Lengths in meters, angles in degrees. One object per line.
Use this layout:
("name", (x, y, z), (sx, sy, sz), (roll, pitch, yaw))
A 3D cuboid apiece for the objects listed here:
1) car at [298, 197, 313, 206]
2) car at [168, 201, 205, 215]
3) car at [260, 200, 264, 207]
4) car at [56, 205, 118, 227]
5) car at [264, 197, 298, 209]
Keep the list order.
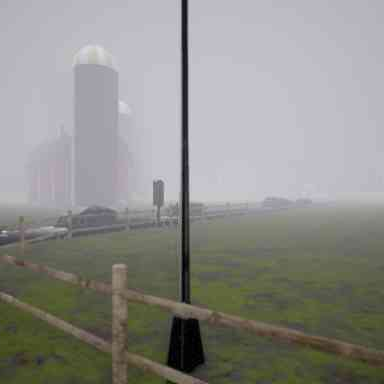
("car", (17.837, 1.559, 53.288), (1.994, 1.385, 4.181), (0, 0, 36))
("car", (-0.463, 1.576, 32.621), (1.994, 1.385, 4.181), (0, 0, 36))
("car", (11.771, 1.500, 49.566), (1.837, 1.490, 4.892), (0, 0, 36))
("car", (-7.226, 1.591, 23.182), (1.994, 1.385, 4.181), (0, 0, 36))
("car", (12.300, 1.551, 45.471), (2.033, 1.411, 5.357), (0, 0, 36))
